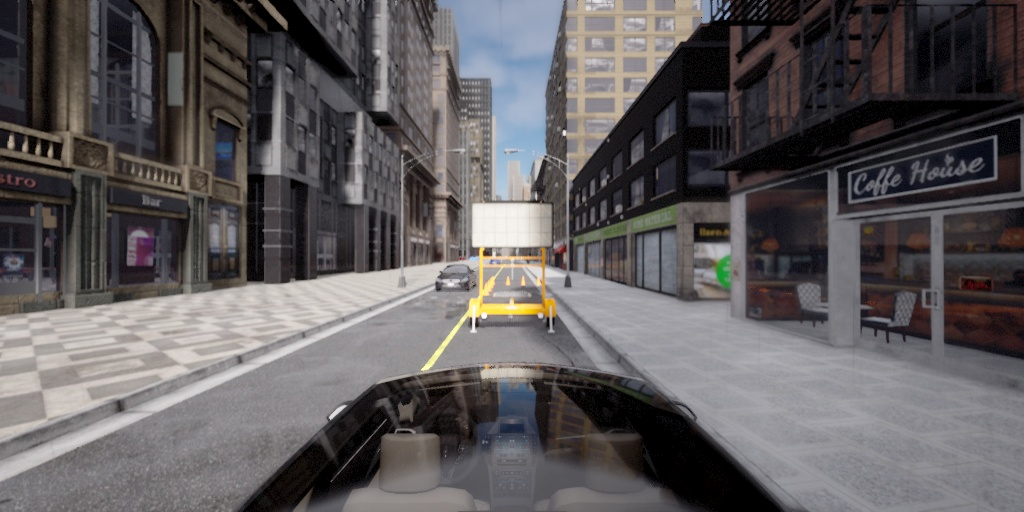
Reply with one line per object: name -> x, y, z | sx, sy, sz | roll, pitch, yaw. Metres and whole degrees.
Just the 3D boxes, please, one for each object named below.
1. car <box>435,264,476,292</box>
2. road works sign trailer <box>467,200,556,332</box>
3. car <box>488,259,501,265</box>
car -> -3.091, 1.177, 20.437 | 1.812, 1.442, 4.674 | 0, 0, 0
road works sign trailer -> 0.011, 0.166, 10.616 | 2.380, 3.560, 2.880 | 0, 0, 0
car -> -3.020, 1.020, 63.818 | 1.812, 1.442, 4.674 | 0, 0, 1
